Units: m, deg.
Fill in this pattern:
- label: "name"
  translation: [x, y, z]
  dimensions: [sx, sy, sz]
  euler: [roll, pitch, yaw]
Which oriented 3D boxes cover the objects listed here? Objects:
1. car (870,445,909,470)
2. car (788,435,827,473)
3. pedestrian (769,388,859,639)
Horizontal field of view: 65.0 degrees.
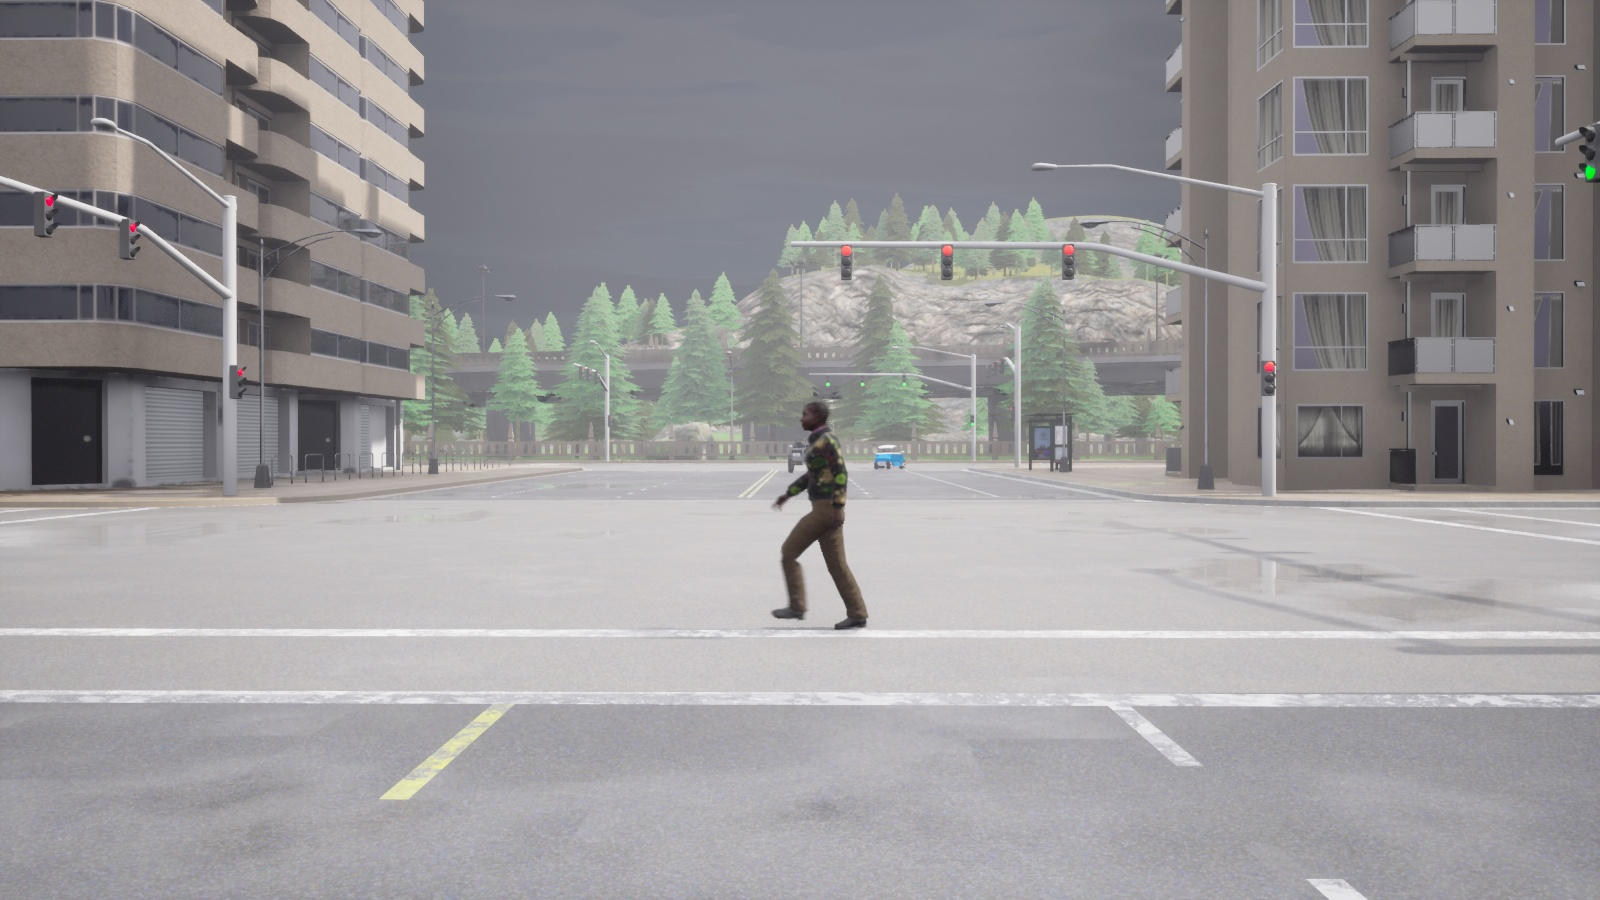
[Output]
- label: "car"
  translation: [5.012, 0.400, 70.509]
  dimensions: [1.481, 1.376, 2.207]
  euler: [-1, 0, 25]
- label: "car"
  translation: [0.375, 0.202, 63.958]
  dimensions: [1.932, 1.855, 4.605]
  euler: [0, 0, 0]
- label: "pedestrian"
  translation: [0.107, 0.487, 9.825]
  dimensions: [0.692, 1.930, 0.395]
  euler: [0, 0, 0]
